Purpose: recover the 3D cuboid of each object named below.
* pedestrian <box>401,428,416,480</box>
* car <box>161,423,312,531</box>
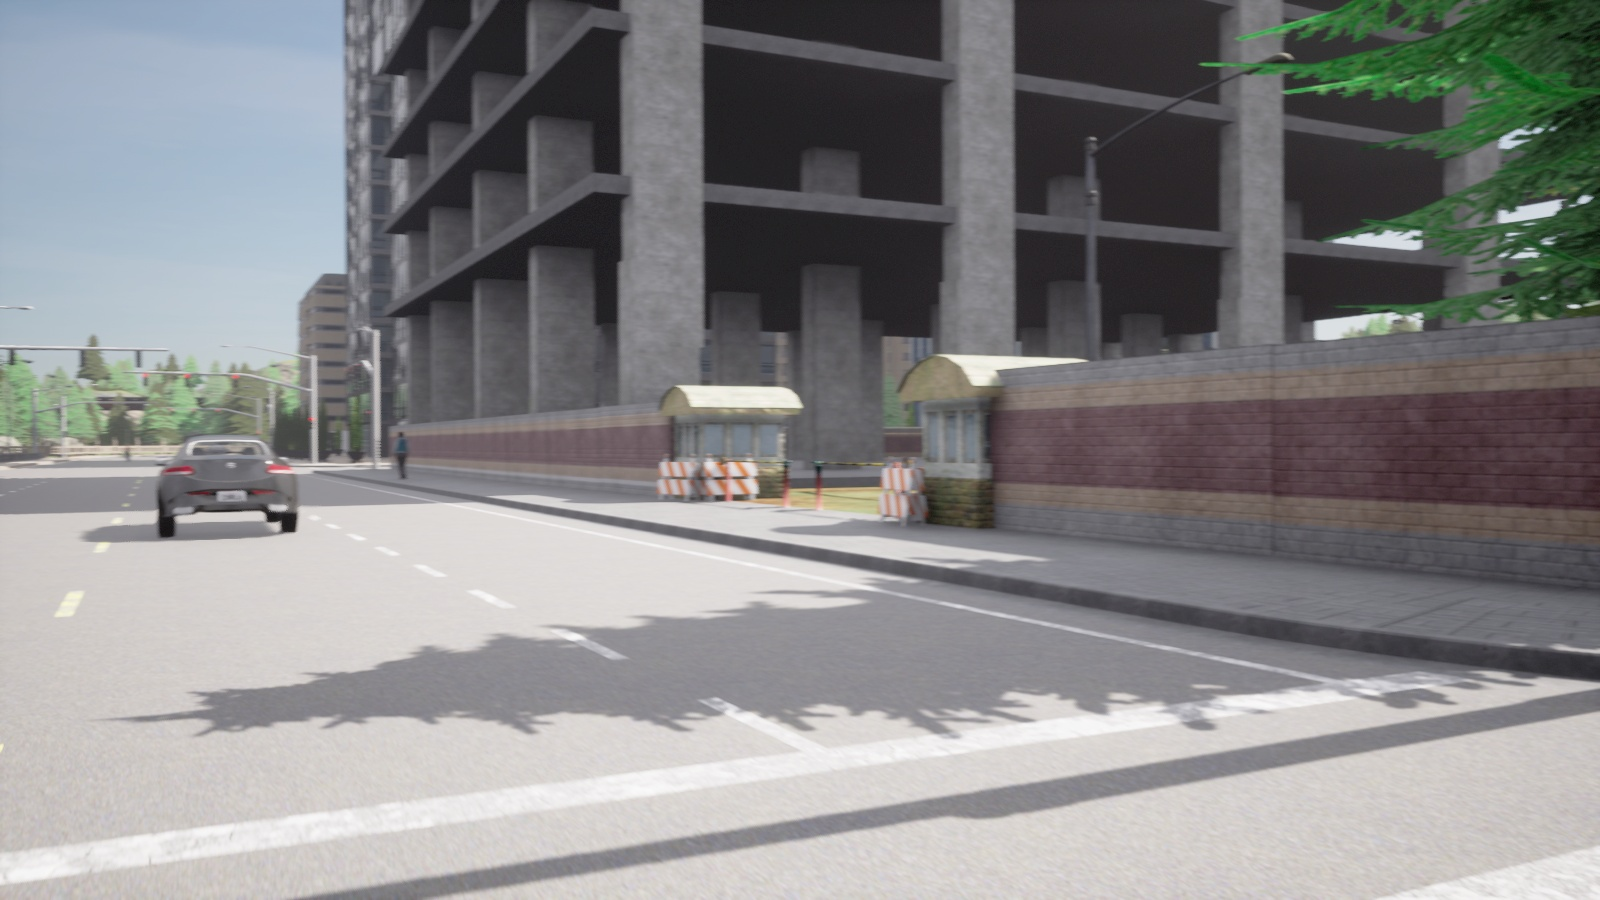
[{"bbox_3d":[-14.478,0.148,46.470,0.396,1.930,0.692,0,0,-28],"label":"pedestrian"},{"bbox_3d":[-9.958,0.395,21.982,2.152,1.651,5.027,0,0,-27],"label":"car"}]
